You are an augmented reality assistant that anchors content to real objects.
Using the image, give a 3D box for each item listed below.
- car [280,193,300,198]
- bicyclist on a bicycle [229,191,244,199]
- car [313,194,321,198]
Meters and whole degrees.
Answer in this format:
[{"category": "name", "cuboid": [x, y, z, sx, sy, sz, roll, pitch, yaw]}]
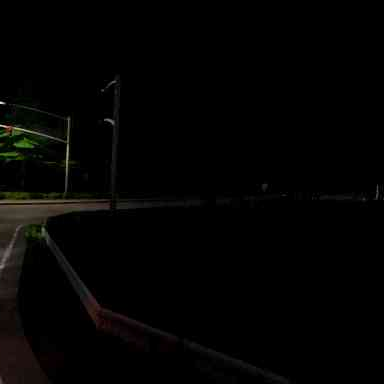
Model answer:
[{"category": "car", "cuboid": [15.317, 0.708, 51.592, 2.128, 1.511, 4.902, 5, 3, 37]}, {"category": "bicyclist on a bicycle", "cuboid": [4.425, 0.694, 31.885, 1.656, 1.620, 0.582, 41, 23, 28]}, {"category": "car", "cuboid": [21.984, 0.693, 60.339, 1.837, 1.490, 4.892, 5, 3, 37]}]
